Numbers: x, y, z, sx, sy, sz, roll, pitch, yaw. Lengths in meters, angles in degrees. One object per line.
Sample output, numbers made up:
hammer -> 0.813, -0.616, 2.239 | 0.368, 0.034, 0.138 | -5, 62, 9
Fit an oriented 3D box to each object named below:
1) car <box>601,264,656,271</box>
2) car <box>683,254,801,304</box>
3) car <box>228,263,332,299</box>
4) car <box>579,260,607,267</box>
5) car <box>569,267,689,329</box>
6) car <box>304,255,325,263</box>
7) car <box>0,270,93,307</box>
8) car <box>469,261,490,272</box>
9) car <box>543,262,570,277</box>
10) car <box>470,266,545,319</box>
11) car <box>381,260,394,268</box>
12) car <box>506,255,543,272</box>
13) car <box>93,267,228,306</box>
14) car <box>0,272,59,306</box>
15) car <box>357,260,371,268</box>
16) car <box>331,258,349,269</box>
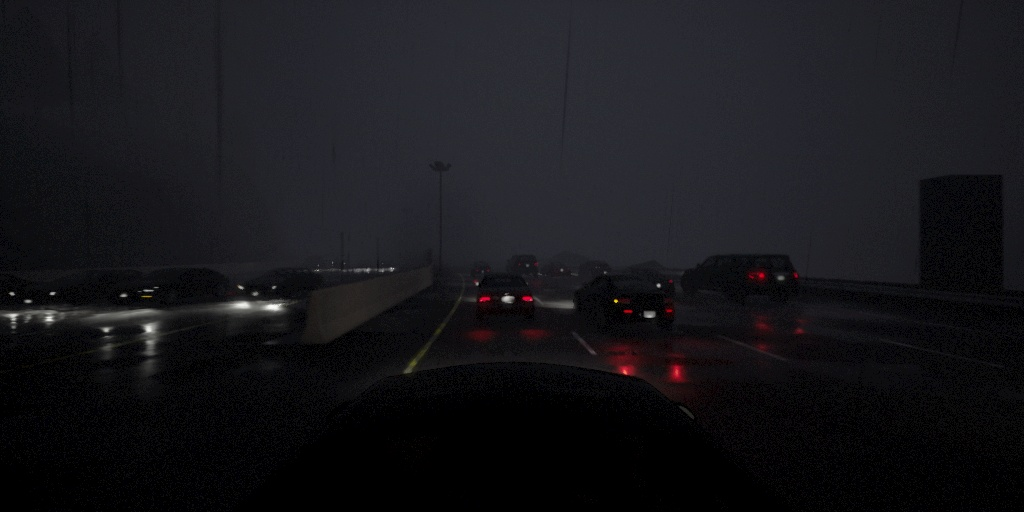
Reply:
car -> 6.263, 1.260, 17.835 | 1.994, 1.385, 4.181 | 0, 0, -5
car -> 9.943, 0.913, 16.186 | 2.150, 2.045, 5.566 | 0, 0, -4
car -> -11.500, 1.286, 18.363 | 2.033, 1.411, 5.357 | 0, 0, -6
car -> 7.721, 1.159, 33.870 | 1.837, 1.490, 4.892 | 0, 0, -10
car -> 3.242, 1.246, 11.031 | 1.812, 1.442, 4.674 | 0, 0, -3
car -> -30.162, 0.932, 54.877 | 2.150, 2.045, 5.566 | 0, 0, -18
car -> -18.304, 1.308, 16.037 | 2.033, 1.411, 5.357 | 0, 0, -5
car -> -3.017, 1.205, 34.297 | 1.812, 1.442, 4.674 | 0, 0, -10
car -> 4.127, 1.227, 34.099 | 1.994, 1.385, 4.181 | 0, 0, -10
car -> -0.321, 1.272, 12.696 | 2.033, 1.411, 5.357 | 0, 0, -4
car -> -20.388, 1.268, 58.761 | 1.895, 1.301, 4.718 | 0, 0, -18
car -> 0.864, 0.896, 32.595 | 2.150, 2.045, 5.566 | 0, 0, -10
car -> -14.819, 1.259, 15.892 | 1.837, 1.490, 4.892 | 0, 0, -5
car -> -21.671, 1.374, 14.140 | 1.895, 1.301, 4.718 | 0, 0, -5
car -> -23.681, 1.278, 57.580 | 1.895, 1.301, 4.718 | 0, 0, -18
car -> -27.017, 1.041, 56.456 | 2.097, 1.767, 4.553 | 0, 0, -18
